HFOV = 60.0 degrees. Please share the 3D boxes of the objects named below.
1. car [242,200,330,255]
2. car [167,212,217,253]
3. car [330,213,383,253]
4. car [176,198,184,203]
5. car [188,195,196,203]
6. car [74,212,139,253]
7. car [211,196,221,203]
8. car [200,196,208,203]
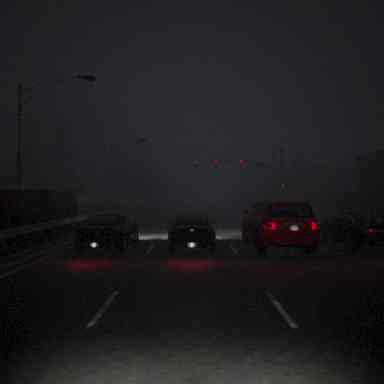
[{"bbox_3d":[3.497,1.350,14.023,2.150,2.045,5.566,0,0,0],"label":"car"},{"bbox_3d":[0.000,1.643,14.308,1.837,1.490,4.892,0,0,0],"label":"car"},{"bbox_3d":[7.000,1.628,14.301,2.128,1.511,4.902,0,0,0],"label":"car"},{"bbox_3d":[-3.527,2.389,92.783,1.812,1.442,4.674,0,-1,0],"label":"car"},{"bbox_3d":[-0.027,2.369,92.368,2.128,1.511,4.902,0,-1,0],"label":"car"},{"bbox_3d":[-3.500,1.643,14.314,1.837,1.490,4.892,0,0,0],"label":"car"},{"bbox_3d":[6.973,2.365,92.787,1.837,1.490,4.892,0,-1,0],"label":"car"},{"bbox_3d":[3.473,2.220,92.757,2.097,1.767,4.553,0,-1,0],"label":"car"}]
